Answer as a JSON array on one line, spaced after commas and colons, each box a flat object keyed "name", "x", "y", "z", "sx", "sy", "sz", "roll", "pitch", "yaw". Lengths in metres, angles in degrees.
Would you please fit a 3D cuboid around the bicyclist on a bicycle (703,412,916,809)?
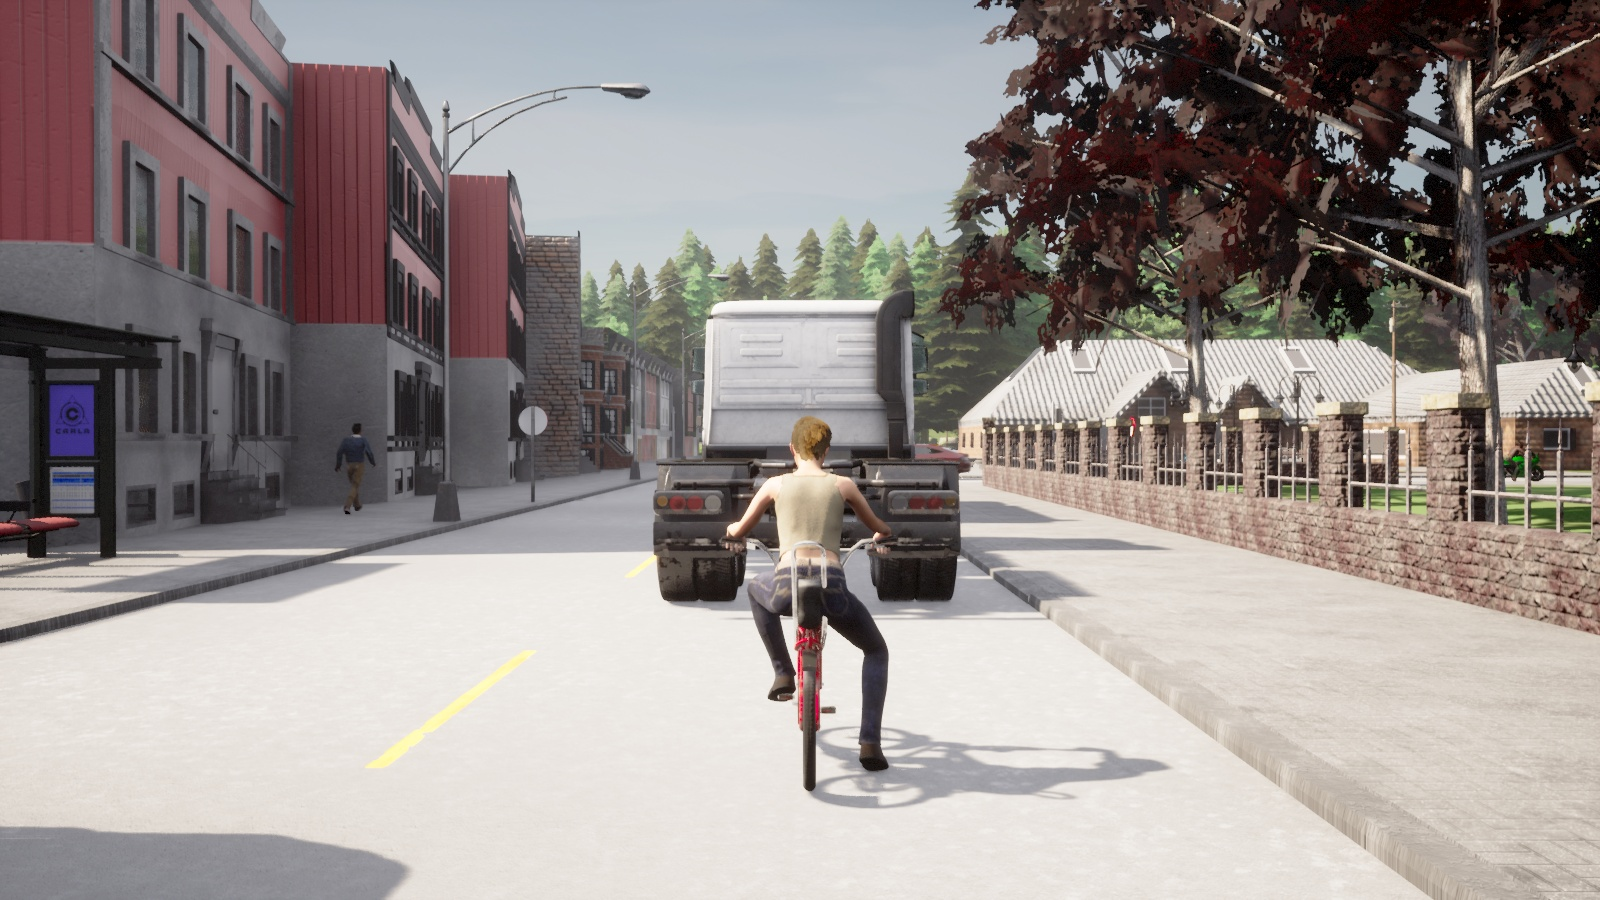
[{"name": "bicyclist on a bicycle", "x": 0.044, "y": 0.649, "z": 5.856, "sx": 0.866, "sy": 1.612, "sz": 1.509, "roll": 0, "pitch": 0, "yaw": 0}]

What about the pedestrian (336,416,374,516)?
[{"name": "pedestrian", "x": -8.746, "y": 0.308, "z": 24.689, "sx": 0.423, "sy": 1.949, "sz": 0.788, "roll": 0, "pitch": 0, "yaw": 4}]

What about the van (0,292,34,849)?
[{"name": "van", "x": -3.971, "y": 0.452, "z": 2.552, "sx": 2.069, "sy": 2.038, "sz": 4.480, "roll": 0, "pitch": 0, "yaw": 0}]

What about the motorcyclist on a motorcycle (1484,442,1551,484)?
[{"name": "motorcyclist on a motorcycle", "x": 26.488, "y": 0.484, "z": 46.375, "sx": 2.044, "sy": 1.523, "sz": 0.797, "roll": 0, "pitch": 0, "yaw": -1}]

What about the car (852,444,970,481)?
[{"name": "car", "x": 4.487, "y": 0.485, "z": 50.804, "sx": 4.674, "sy": 1.442, "sz": 1.812, "roll": 0, "pitch": 0, "yaw": 6}]

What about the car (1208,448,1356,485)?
[{"name": "car", "x": 17.769, "y": 0.595, "z": 46.425, "sx": 4.718, "sy": 1.301, "sz": 1.895, "roll": 0, "pitch": 0, "yaw": -1}]

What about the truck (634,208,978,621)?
[{"name": "truck", "x": 0.095, "y": -0.318, "z": 14.519, "sx": 2.891, "sy": 3.462, "sz": 7.936, "roll": 0, "pitch": 0, "yaw": 1}]
